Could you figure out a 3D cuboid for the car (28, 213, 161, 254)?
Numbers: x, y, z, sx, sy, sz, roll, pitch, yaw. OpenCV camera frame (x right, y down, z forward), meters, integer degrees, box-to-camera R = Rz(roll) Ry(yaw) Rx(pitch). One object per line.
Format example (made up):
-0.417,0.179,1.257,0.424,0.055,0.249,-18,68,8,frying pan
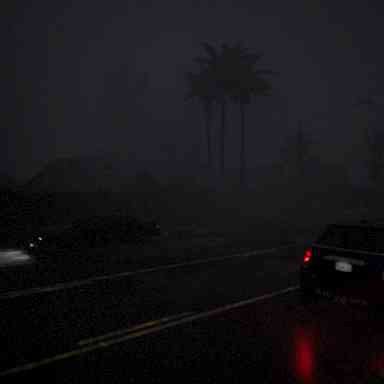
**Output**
-3.956,1.616,14.223,5.357,1.411,2.033,0,0,-37,car

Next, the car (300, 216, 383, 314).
4.386,1.337,7.176,4.553,1.767,2.097,0,0,-37,car
